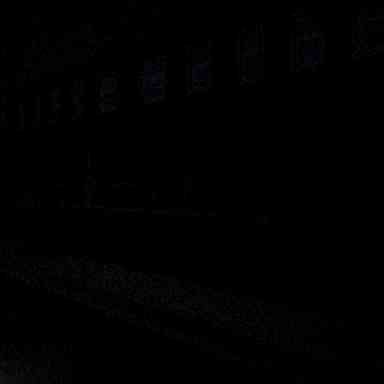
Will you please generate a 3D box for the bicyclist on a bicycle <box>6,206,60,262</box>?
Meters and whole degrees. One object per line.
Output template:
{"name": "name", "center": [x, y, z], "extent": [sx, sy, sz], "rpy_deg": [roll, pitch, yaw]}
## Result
{"name": "bicyclist on a bicycle", "center": [-4.754, 1.242, 10.097], "extent": [0.582, 1.620, 1.656], "rpy_deg": [1, 0, 39]}
